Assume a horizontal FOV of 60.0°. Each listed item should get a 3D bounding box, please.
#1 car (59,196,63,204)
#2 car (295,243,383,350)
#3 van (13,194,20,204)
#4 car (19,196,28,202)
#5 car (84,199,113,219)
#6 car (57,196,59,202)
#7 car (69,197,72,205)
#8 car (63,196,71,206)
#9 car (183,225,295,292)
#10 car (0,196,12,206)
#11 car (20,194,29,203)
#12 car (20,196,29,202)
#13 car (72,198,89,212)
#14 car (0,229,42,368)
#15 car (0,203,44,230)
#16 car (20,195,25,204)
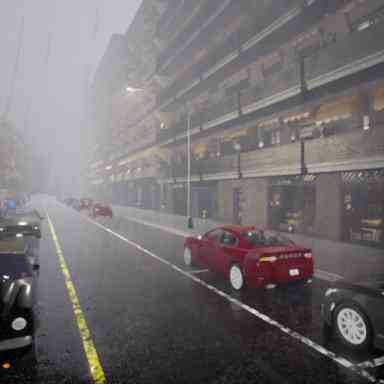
[{"bbox_3d":[-24.477,1.507,65.340,1.967,1.590,4.097,0,0,-25],"label":"car"},{"bbox_3d":[3.551,1.549,3.867,2.008,1.369,4.403,0,0,-25],"label":"car"},{"bbox_3d":[-22.760,1.375,41.372,1.690,1.788,3.998,0,0,-25],"label":"van"},{"bbox_3d":[-39.110,1.688,77.232,1.802,1.307,4.206,0,0,-25],"label":"car"},{"bbox_3d":[-8.127,1.592,29.479,1.802,1.307,4.206,0,0,-25],"label":"car"},{"bbox_3d":[-29.219,1.616,75.741,1.752,1.417,4.829,0,0,-25],"label":"car"},{"bbox_3d":[-15.134,1.614,44.849,1.802,1.307,4.206,0,0,-25],"label":"car"},{"bbox_3d":[-19.806,1.614,55.095,1.947,1.339,4.313,0,0,-25],"label":"car"},{"bbox_3d":[1.216,1.542,8.990,1.887,1.381,4.507,0,0,-25],"label":"car"},{"bbox_3d":[-15.752,1.328,26.003,2.192,1.841,5.009,0,0,-25],"label":"car"},{"bbox_3d":[-32.102,1.384,61.864,2.192,1.841,5.009,0,0,-25],"label":"car"},{"bbox_3d":[-41.445,1.664,82.355,1.887,1.381,4.507,0,0,-25],"label":"car"},{"bbox_3d":[-12.799,1.465,39.726,1.967,1.590,4.097,0,0,-25],"label":"car"},{"bbox_3d":[-3.539,1.600,5.466,1.895,1.301,4.718,0,0,-25],"label":"car"},{"bbox_3d":[-8.820,1.547,17.290,2.033,1.411,5.357,0,0,-24],"label":"car"},{"bbox_3d":[-27.431,1.616,51.618,1.947,1.339,4.313,0,0,-25],"label":"car"}]
